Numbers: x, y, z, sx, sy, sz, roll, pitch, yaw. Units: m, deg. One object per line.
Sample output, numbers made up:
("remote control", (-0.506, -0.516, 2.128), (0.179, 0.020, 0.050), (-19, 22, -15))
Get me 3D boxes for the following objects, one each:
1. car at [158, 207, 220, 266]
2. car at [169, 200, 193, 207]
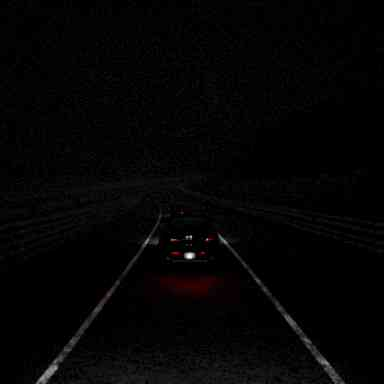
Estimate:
("car", (-0.120, 1.492, 11.542), (1.837, 1.490, 4.892), (0, 0, -1))
("car", (-0.944, 1.447, 28.164), (1.882, 1.535, 5.008), (0, 0, -4))
